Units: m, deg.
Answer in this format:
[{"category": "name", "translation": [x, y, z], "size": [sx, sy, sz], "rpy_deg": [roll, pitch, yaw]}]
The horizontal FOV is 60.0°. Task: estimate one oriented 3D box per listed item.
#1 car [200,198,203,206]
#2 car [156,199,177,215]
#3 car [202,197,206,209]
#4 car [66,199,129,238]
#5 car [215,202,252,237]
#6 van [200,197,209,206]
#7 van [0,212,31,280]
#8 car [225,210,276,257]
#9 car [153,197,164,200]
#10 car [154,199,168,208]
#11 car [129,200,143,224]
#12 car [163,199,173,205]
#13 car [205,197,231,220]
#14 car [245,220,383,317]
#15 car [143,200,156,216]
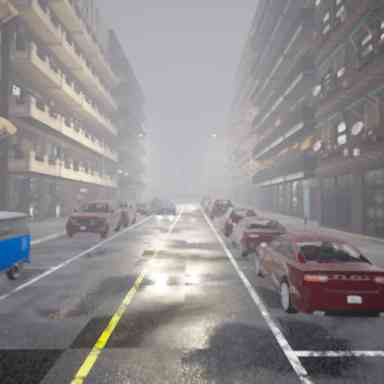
[{"category": "car", "translation": [2.578, 1.950, 51.766], "size": [1.802, 1.307, 4.206], "rpy_deg": [1, -1, 0]}, {"category": "car", "translation": [-2.730, 1.810, 36.646], "size": [1.994, 1.385, 4.181], "rpy_deg": [0, 0, 0]}, {"category": "car", "translation": [2.574, 1.718, 40.705], "size": [1.967, 1.590, 4.097], "rpy_deg": [1, 0, 0]}, {"category": "car", "translation": [-5.281, 1.434, 18.646], "size": [2.192, 1.841, 5.009], "rpy_deg": [1, 0, 0]}, {"category": "car", "translation": [2.604, 1.558, 18.581], "size": [1.967, 1.590, 4.097], "rpy_deg": [1, 0, 0]}, {"category": "van", "translation": [2.591, 1.861, 68.362], "size": [1.690, 1.788, 3.998], "rpy_deg": [1, -1, 0]}, {"category": "van", "translation": [-5.288, 1.388, 7.586], "size": [1.690, 1.788, 3.998], "rpy_deg": [1, 0, 0]}, {"category": "car", "translation": [2.591, 1.626, 13.048], "size": [1.887, 1.381, 4.507], "rpy_deg": [1, 0, 0]}, {"category": "car", "translation": [-5.263, 1.684, 51.828], "size": [2.192, 1.841, 5.009], "rpy_deg": [1, 0, 0]}, {"category": "car", "translation": [-5.265, 1.963, 57.357], "size": [1.887, 1.381, 4.507], "rpy_deg": [1, -1, 0]}, {"category": "car", "translation": [-5.277, 1.471, 24.176], "size": [2.192, 1.841, 5.009], "rpy_deg": [1, 0, 0]}, {"category": "car", "translation": [-5.257, 2.157, 73.950], "size": [1.802, 1.307, 4.206], "rpy_deg": [1, -1, 0]}, {"category": "car", "translation": [2.571, 1.509, 29.643], "size": [2.192, 1.841, 5.009], "rpy_deg": [1, 0, 0]}, {"category": "car", "translation": [2.588, 1.591, 7.518], "size": [1.887, 1.381, 4.507], "rpy_deg": [1, 0, 0]}, {"category": "car", "translation": [-5.277, 1.802, 35.237], "size": [1.947, 1.339, 4.313], "rpy_deg": [1, 0, 0]}]
